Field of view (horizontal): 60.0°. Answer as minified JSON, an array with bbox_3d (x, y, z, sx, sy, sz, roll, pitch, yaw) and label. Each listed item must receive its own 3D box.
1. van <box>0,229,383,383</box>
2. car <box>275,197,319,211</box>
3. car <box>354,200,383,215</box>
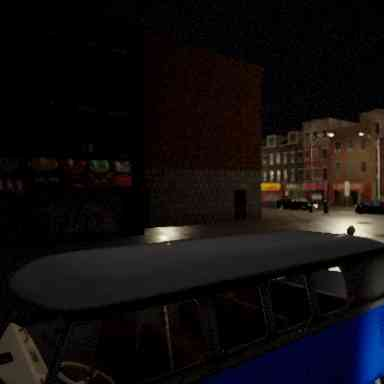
[{"bbox_3d":[0.270,1.329,3.004,3.998,1.788,1.690,0,0,-35],"label":"van"},{"bbox_3d":[11.338,1.302,36.134,2.128,1.511,4.902,-1,1,-35],"label":"car"},{"bbox_3d":[16.428,1.381,28.926,1.994,1.385,4.181,-1,1,-35],"label":"car"}]
